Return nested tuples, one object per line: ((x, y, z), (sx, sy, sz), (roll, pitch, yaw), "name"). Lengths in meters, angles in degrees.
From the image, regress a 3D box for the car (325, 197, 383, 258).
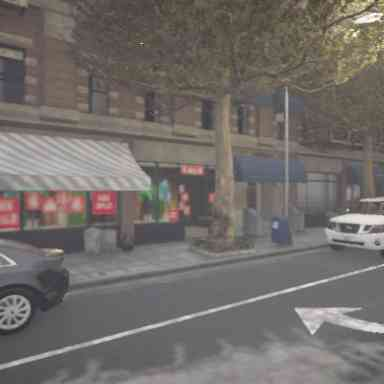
((7.565, 1.227, 13.016), (5.566, 2.045, 2.435), (0, 0, -36), "car")

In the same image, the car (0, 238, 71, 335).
((-4.468, 1.481, 5.147), (4.892, 1.521, 2.231), (0, 0, -36), "car")
